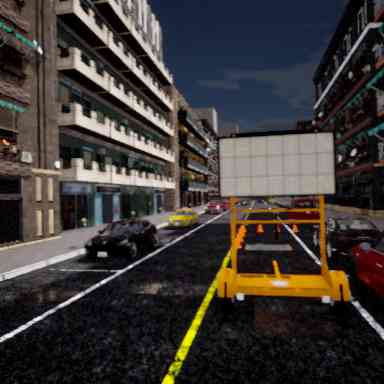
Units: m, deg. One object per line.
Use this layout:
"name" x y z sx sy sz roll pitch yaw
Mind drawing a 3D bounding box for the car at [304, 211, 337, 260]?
"car" 5.533 1.550 12.023 2.008 1.369 4.403 -1 -1 11

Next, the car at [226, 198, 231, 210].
"car" 3.824 1.764 46.827 2.192 1.841 5.009 -1 -1 11

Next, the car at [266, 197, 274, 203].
"car" 19.651 2.004 83.922 1.887 1.381 4.507 -1 -1 11

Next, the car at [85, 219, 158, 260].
"car" -2.687 1.799 13.639 1.947 1.339 4.313 -1 -1 11

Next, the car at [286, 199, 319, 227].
"car" 7.700 1.387 23.087 2.192 1.841 5.009 -1 -1 11

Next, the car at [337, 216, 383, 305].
"car" 4.444 1.403 6.495 1.967 1.590 4.097 -1 -1 11

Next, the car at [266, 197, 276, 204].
"car" 17.511 1.916 73.028 1.752 1.417 4.829 -1 -1 11

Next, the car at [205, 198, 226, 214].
"car" 2.740 1.854 41.295 1.967 1.590 4.097 -1 -1 11

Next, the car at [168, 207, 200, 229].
"car" -0.549 1.830 24.534 1.752 1.417 4.829 -1 -1 11

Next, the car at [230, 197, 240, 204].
"car" 10.342 2.098 80.009 1.967 1.590 4.097 -1 -1 11

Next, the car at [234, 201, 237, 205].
"car" 9.254 1.939 74.480 2.192 1.841 5.009 -1 -1 11

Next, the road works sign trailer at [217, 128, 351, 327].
"road works sign trailer" 1.804 0.503 7.154 2.380 3.560 2.880 -2 -1 11

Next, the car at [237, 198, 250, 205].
"car" 11.149 2.017 70.164 2.128 1.511 4.902 -2 -1 11

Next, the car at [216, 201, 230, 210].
"car" 4.916 2.066 52.355 1.802 1.307 4.206 -1 -1 11

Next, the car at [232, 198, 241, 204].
"car" 11.431 2.237 85.539 1.887 1.381 4.507 -1 -1 11
